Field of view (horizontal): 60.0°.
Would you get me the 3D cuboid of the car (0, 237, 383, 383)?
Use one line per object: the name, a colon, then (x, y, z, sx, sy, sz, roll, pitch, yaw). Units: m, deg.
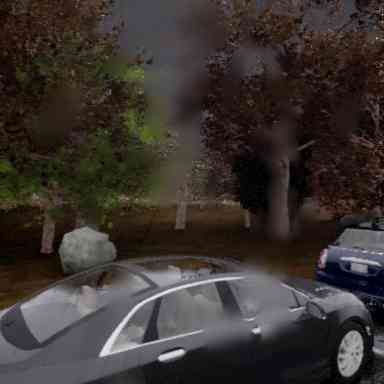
car: (0.146, 1.498, 3.856, 4.892, 1.521, 2.231, 0, 0, -33)

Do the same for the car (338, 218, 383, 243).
car: (4.794, 1.377, 7.171, 4.553, 1.767, 2.185, 0, -1, -33)
